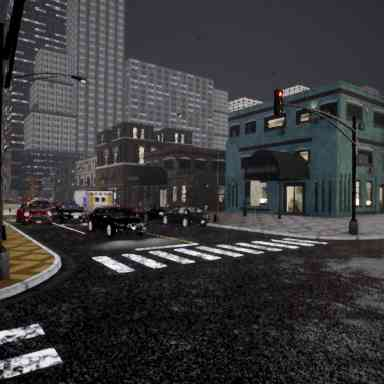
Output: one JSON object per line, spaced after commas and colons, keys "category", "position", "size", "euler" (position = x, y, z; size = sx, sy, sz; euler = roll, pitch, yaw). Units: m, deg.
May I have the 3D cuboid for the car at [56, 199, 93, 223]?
{"category": "car", "position": [-9.971, 1.592, 26.664], "size": [2.128, 1.511, 4.902], "euler": [1, -1, -35]}

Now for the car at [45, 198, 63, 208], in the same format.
{"category": "car", "position": [-23.322, 1.778, 56.097], "size": [1.967, 1.590, 4.097], "euler": [1, -1, -35]}

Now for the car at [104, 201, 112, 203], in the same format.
{"category": "car", "position": [-6.768, 1.784, 32.424], "size": [1.802, 1.307, 4.206], "euler": [1, -1, -35]}

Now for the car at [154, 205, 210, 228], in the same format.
{"category": "car", "position": [-0.526, 1.701, 23.413], "size": [2.008, 1.369, 4.403], "euler": [1, -1, -35]}

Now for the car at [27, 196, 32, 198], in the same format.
{"category": "car", "position": [-32.901, 1.945, 69.925], "size": [1.752, 1.417, 4.829], "euler": [1, -1, -35]}

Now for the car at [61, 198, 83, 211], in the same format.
{"category": "car", "position": [-16.959, 1.725, 47.001], "size": [1.967, 1.590, 4.097], "euler": [1, -1, -35]}

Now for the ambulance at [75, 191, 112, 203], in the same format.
{"category": "ambulance", "position": [-9.795, 1.197, 31.862], "size": [2.351, 2.431, 6.366], "euler": [1, -1, -35]}

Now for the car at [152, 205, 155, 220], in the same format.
{"category": "car", "position": [-3.647, 1.742, 27.919], "size": [1.947, 1.339, 4.313], "euler": [1, -1, -35]}

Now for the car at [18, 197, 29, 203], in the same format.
{"category": "car", "position": [-42.287, 2.052, 83.475], "size": [2.008, 1.369, 4.403], "euler": [1, -1, -35]}

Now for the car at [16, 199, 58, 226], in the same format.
{"category": "car", "position": [-11.351, 1.492, 23.872], "size": [1.967, 1.590, 4.097], "euler": [1, -1, -35]}

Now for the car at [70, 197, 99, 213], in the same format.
{"category": "car", "position": [-13.770, 1.574, 42.458], "size": [2.192, 1.841, 5.009], "euler": [1, -1, -35]}

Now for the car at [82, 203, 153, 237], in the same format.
{"category": "car", "position": [-4.277, 1.558, 18.432], "size": [1.837, 1.490, 4.892], "euler": [1, -1, -35]}

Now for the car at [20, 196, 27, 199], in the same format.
{"category": "car", "position": [-39.125, 1.789, 78.914], "size": [2.192, 1.841, 5.009], "euler": [1, -1, -35]}
